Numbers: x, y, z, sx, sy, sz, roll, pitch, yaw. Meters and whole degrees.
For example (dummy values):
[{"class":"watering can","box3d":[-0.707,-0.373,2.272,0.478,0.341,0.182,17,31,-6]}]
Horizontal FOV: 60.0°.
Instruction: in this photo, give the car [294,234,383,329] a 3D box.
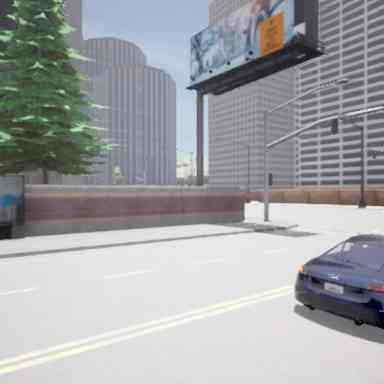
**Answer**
[{"class":"car","box3d":[3.980,1.549,6.642,4.181,1.385,1.994,0,0,-35]}]
